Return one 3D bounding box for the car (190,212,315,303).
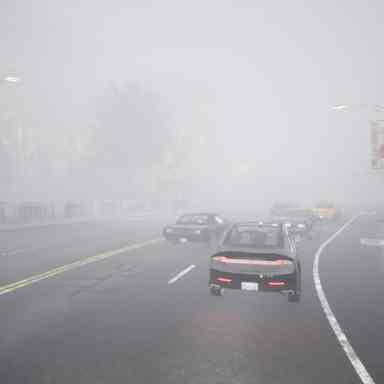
[{"bbox_3d":[1.691,1.491,8.355,2.128,1.511,4.902,0,0,15],"label":"car"}]

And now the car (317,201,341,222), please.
[{"bbox_3d":[10.572,1.456,26.265,1.801,1.575,5.366,0,0,30],"label":"car"}]

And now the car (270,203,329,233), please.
[{"bbox_3d":[5.551,1.547,17.309,2.033,1.411,5.357,0,0,29],"label":"car"}]

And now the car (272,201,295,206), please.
[{"bbox_3d":[8.223,1.491,28.974,2.128,1.511,4.902,0,0,30],"label":"car"}]

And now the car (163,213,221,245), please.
[{"bbox_3d":[0.619,1.601,15.153,1.895,1.301,4.718,0,0,25],"label":"car"}]
